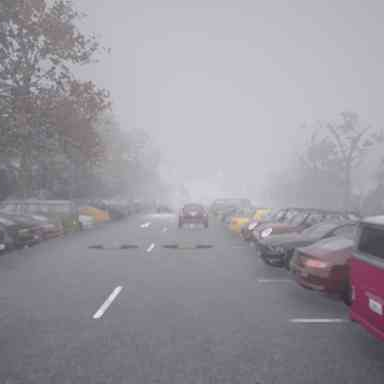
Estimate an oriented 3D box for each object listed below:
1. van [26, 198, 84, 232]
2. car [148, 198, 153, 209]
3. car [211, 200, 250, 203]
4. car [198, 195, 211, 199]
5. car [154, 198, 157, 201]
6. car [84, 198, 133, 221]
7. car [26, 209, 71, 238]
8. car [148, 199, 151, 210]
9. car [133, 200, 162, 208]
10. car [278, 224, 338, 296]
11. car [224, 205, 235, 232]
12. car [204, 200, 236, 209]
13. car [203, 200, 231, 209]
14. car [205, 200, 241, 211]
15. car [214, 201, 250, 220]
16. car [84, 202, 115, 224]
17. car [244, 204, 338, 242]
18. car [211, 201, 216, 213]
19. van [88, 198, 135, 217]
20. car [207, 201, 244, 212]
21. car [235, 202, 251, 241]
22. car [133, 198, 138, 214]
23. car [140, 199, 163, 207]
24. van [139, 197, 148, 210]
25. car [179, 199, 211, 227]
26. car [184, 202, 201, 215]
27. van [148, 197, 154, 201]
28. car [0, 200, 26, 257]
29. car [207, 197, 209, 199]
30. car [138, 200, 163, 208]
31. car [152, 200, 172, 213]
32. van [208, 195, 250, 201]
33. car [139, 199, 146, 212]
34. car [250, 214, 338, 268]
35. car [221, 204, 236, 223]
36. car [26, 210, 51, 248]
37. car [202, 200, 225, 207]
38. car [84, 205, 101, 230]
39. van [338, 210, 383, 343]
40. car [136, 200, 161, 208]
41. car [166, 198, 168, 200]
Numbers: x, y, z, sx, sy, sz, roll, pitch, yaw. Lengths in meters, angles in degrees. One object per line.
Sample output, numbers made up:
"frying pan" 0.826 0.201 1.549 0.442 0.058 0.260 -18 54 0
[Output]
"van" -8.660 1.441 18.383 4.442 1.987 1.878 0 -1 0
"car" -8.578 2.055 48.842 4.792 1.488 2.163 0 -1 0
"car" 4.562 1.882 35.050 4.792 1.488 2.163 0 -1 0
"car" 4.499 2.098 65.578 5.566 2.045 2.435 0 -1 0
"car" -8.522 2.159 54.506 4.792 1.488 2.163 0 -1 0
"car" -8.517 1.540 29.590 5.566 2.045 2.435 0 -1 0
"car" -8.541 1.677 15.736 4.674 1.452 2.002 0 -1 0
"car" -8.578 2.014 46.203 4.792 1.488 2.163 0 -1 0
"car" -8.366 2.291 62.814 5.366 1.575 1.946 0 -1 0
"car" 4.536 1.584 7.289 4.674 1.452 2.002 0 -1 0
"car" 4.722 1.664 18.394 5.366 1.575 1.946 0 -1 0
"car" 4.715 2.181 57.247 5.366 1.575 1.946 0 -1 0
"car" 4.523 2.240 60.022 4.892 1.521 2.231 0 -1 0
"car" 4.716 2.071 51.574 5.366 1.575 1.946 0 -1 0
"car" 4.720 1.757 26.722 5.366 1.575 1.946 0 -1 0
"car" -8.539 1.729 24.046 5.008 1.535 2.097 0 -1 0
"car" 4.569 1.480 12.844 4.553 1.767 2.185 0 -1 0
"car" 4.563 1.851 32.274 4.792 1.488 2.163 0 -1 0
"van" -8.430 1.627 35.129 4.442 1.987 1.878 0 -1 0
"car" 4.537 1.985 46.155 4.892 1.521 2.231 0 -1 0
"car" 4.568 1.510 15.619 4.553 1.767 2.185 0 -1 0
"car" -8.518 1.571 32.360 5.566 2.045 2.435 0 -1 0
"car" -8.584 2.331 71.001 4.553 1.767 2.185 0 -1 0
"van" -8.440 1.722 43.455 4.442 1.987 1.878 0 -1 0
"car" 0.094 1.616 25.219 2.097 1.767 4.553 0 0 0
"car" 0.092 2.009 41.545 1.994 1.385 4.181 0 -1 0
"van" -8.666 1.849 51.617 4.442 1.987 1.878 0 -1 0
"car" -8.514 1.323 10.074 5.566 2.045 2.435 0 -1 0
"car" 4.501 1.822 43.377 4.553 1.767 2.185 0 -1 0
"car" -8.523 2.434 68.353 4.792 1.488 2.163 0 -1 0
"car" -3.599 2.066 43.214 1.895 1.301 4.718 0 -1 0
"van" 4.416 1.657 37.829 4.442 1.987 1.878 0 -1 0
"car" -8.553 1.914 40.666 5.008 1.535 2.097 0 -1 0
"car" 4.543 1.574 10.066 5.008 1.535 2.097 0 -1 0
"car" 4.542 1.699 21.170 4.892 1.521 2.231 0 -1 0
"car" -8.537 1.606 12.966 5.008 1.535 2.097 0 -1 0
"car" 4.556 2.489 71.124 4.792 1.488 2.163 0 -1 0
"car" -8.547 1.737 21.151 4.674 1.452 2.002 0 -1 0
"van" 4.656 1.287 4.516 4.442 1.987 1.878 0 -1 0
"car" -8.549 2.389 65.583 4.674 1.452 2.002 0 -1 0
"car" -8.548 2.511 73.769 5.008 1.535 2.097 0 -1 0
